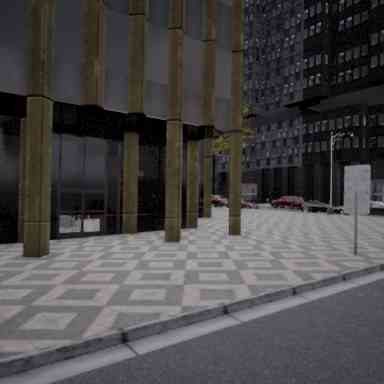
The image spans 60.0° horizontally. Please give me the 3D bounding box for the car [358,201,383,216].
[{"bbox_3d":[16.351,1.529,29.320,2.008,1.369,4.403,1,-1,-35],"label":"car"}]

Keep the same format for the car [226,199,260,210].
[{"bbox_3d":[6.781,1.582,42.809,1.802,1.307,4.206,1,-1,-35],"label":"car"}]

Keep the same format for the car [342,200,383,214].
[{"bbox_3d":[20.108,1.722,38.755,2.008,1.369,4.403,1,-1,-35],"label":"car"}]

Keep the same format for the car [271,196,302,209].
[{"bbox_3d":[13.733,1.501,47.750,2.192,1.841,5.009,1,-1,-35],"label":"car"}]

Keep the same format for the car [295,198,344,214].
[{"bbox_3d":[13.161,1.551,33.817,1.947,1.339,4.313,1,-1,-35],"label":"car"}]

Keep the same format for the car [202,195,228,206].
[{"bbox_3d":[4.164,1.526,61.239,2.192,1.841,5.009,1,-1,-35],"label":"car"}]

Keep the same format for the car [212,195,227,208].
[{"bbox_3d":[3.596,1.323,47.309,2.192,1.841,5.009,1,-1,-35],"label":"car"}]
